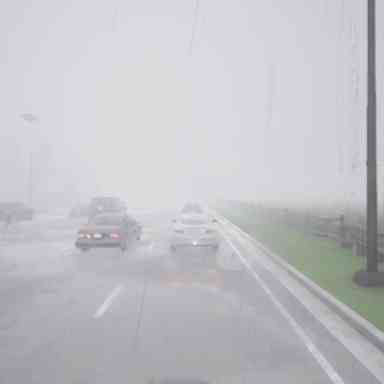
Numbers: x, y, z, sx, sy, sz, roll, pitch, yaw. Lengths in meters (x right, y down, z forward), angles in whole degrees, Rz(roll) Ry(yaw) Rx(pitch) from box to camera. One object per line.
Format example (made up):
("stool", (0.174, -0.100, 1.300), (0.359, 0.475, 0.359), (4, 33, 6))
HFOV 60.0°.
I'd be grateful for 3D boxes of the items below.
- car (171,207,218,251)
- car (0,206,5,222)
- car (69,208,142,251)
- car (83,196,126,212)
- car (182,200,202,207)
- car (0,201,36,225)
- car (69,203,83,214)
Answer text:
("car", (0.098, 1.610, 14.359), (1.812, 1.442, 4.674), (0, 0, 0))
("car", (-10.404, 1.590, 14.191), (1.837, 1.490, 4.892), (0, 0, 0))
("car", (-3.401, 1.633, 14.445), (2.033, 1.411, 5.357), (0, 0, 0))
("car", (-6.958, 1.386, 27.872), (2.150, 2.045, 5.566), (0, 0, 0))
("car", (0.016, 1.759, 33.153), (1.994, 1.385, 4.181), (0, 0, 0))
("car", (-13.949, 1.502, 25.677), (2.097, 1.767, 4.553), (0, 0, 0))
("car", (-10.483, 1.756, 32.711), (1.994, 1.385, 4.181), (0, 0, 0))
